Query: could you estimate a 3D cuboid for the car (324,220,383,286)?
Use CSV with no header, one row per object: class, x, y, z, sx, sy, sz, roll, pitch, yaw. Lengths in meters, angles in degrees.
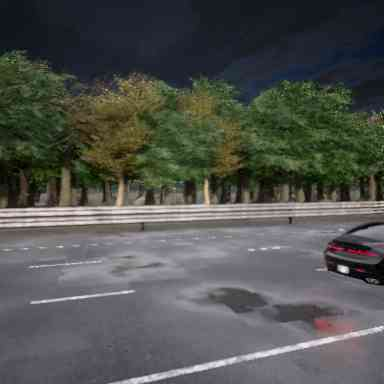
car,5.600,1.459,8.303,4.892,1.490,1.837,0,0,-22
